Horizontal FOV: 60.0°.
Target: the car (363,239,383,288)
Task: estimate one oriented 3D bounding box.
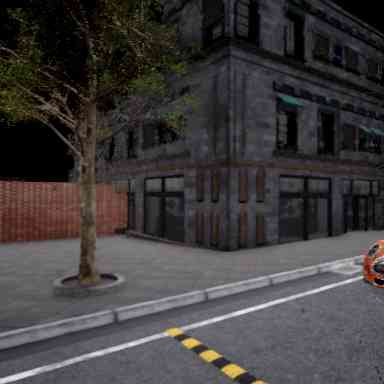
[{"bbox_3d":[6.157,1.354,8.088,4.553,1.767,2.097,0,0,-36],"label":"car"}]
